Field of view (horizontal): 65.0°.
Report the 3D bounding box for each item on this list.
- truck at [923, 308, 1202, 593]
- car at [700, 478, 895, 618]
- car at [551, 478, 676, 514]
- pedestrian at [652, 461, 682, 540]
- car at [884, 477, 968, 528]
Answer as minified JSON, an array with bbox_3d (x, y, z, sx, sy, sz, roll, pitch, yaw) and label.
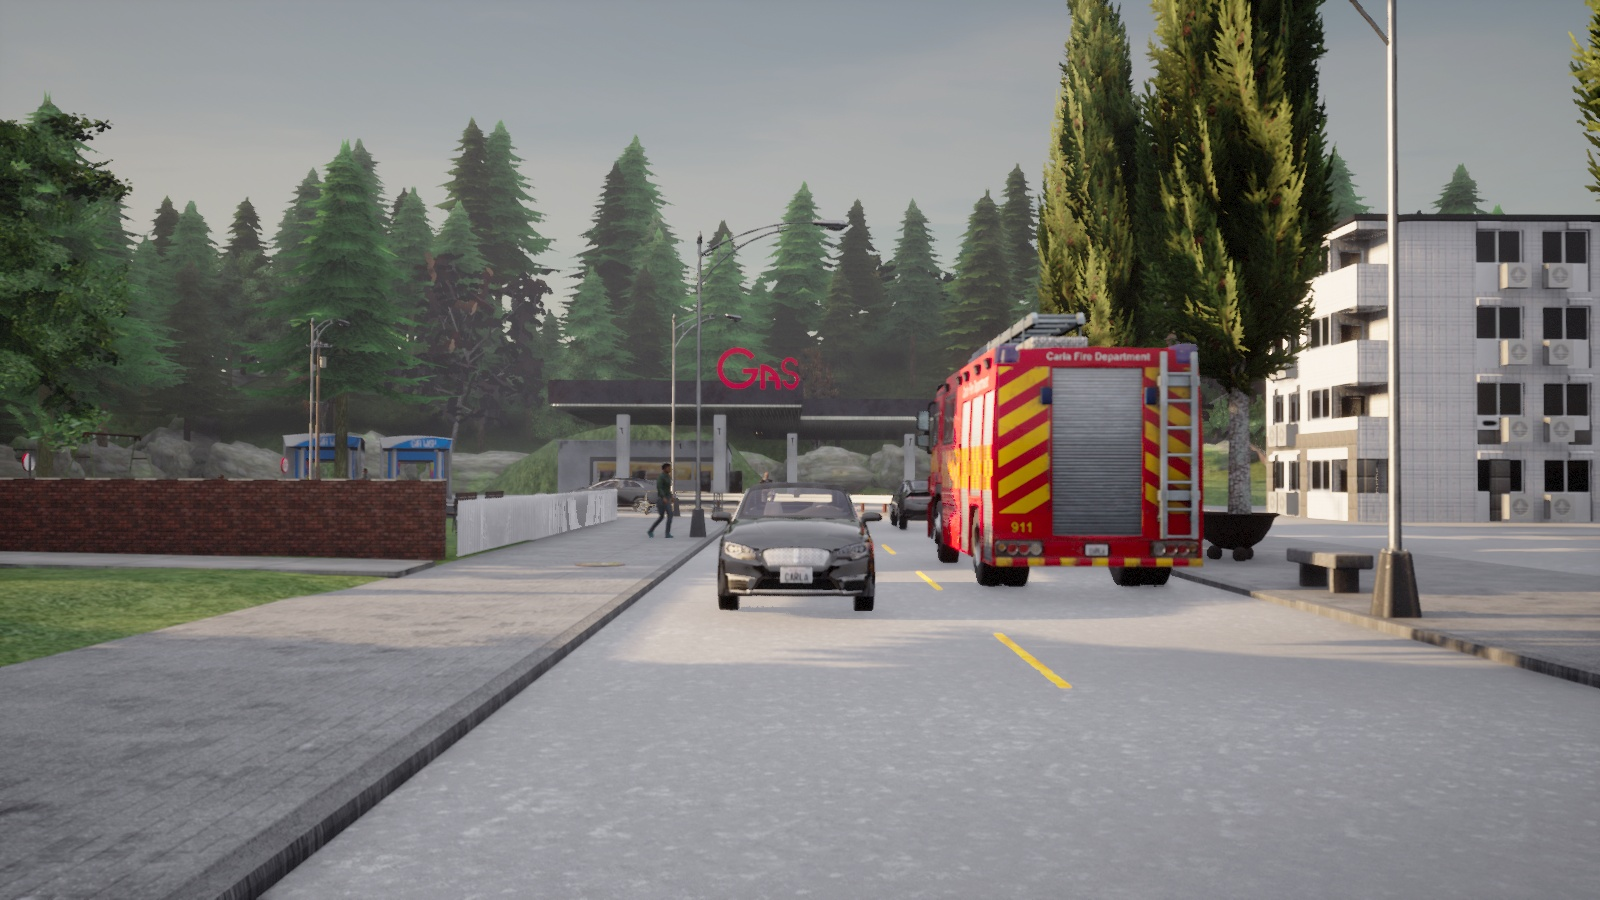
[{"bbox_3d":[3.949,0.095,21.157,2.891,3.827,8.468,0,-1,0],"label":"truck"},{"bbox_3d":[-0.036,1.125,16.161,2.128,1.511,4.902,0,-1,0],"label":"car"},{"bbox_3d":[-7.987,1.969,54.062,4.902,1.511,2.128,0,-1,9],"label":"car"},{"bbox_3d":[-3.143,1.181,29.681,0.614,1.847,0.353,-1,-1,27],"label":"pedestrian"},{"bbox_3d":[3.896,1.614,39.730,2.128,1.511,4.902,0,-1,-1],"label":"car"}]
